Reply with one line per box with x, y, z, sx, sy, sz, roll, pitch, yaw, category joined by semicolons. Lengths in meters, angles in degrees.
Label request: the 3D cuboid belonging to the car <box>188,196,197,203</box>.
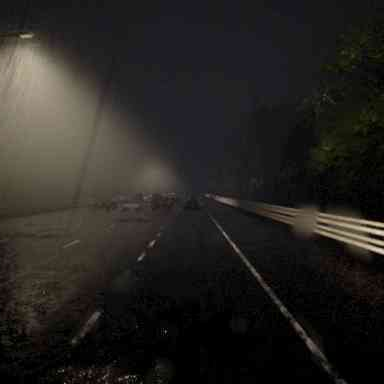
0.082;1.537;68.447;1.837;1.490;4.892;0;0;1;car

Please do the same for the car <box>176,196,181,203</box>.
-3.417;1.597;68.297;1.994;1.385;4.181;0;0;1;car

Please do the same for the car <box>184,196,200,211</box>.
0.025;1.581;40.482;1.994;1.385;4.181;0;0;1;car

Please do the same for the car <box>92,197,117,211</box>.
-10.475;1.369;40.170;2.097;1.767;4.553;0;0;0;car

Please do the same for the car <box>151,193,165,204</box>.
-6.926;1.255;68.173;2.150;2.045;5.566;0;0;1;car

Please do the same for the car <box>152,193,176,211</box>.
-3.473;1.368;40.296;2.097;1.767;4.553;0;0;0;car

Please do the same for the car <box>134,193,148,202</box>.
-10.431;1.256;67.878;2.150;2.045;5.566;0;0;1;car

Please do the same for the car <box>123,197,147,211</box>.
-6.976;1.618;40.161;1.895;1.301;4.718;0;0;0;car
